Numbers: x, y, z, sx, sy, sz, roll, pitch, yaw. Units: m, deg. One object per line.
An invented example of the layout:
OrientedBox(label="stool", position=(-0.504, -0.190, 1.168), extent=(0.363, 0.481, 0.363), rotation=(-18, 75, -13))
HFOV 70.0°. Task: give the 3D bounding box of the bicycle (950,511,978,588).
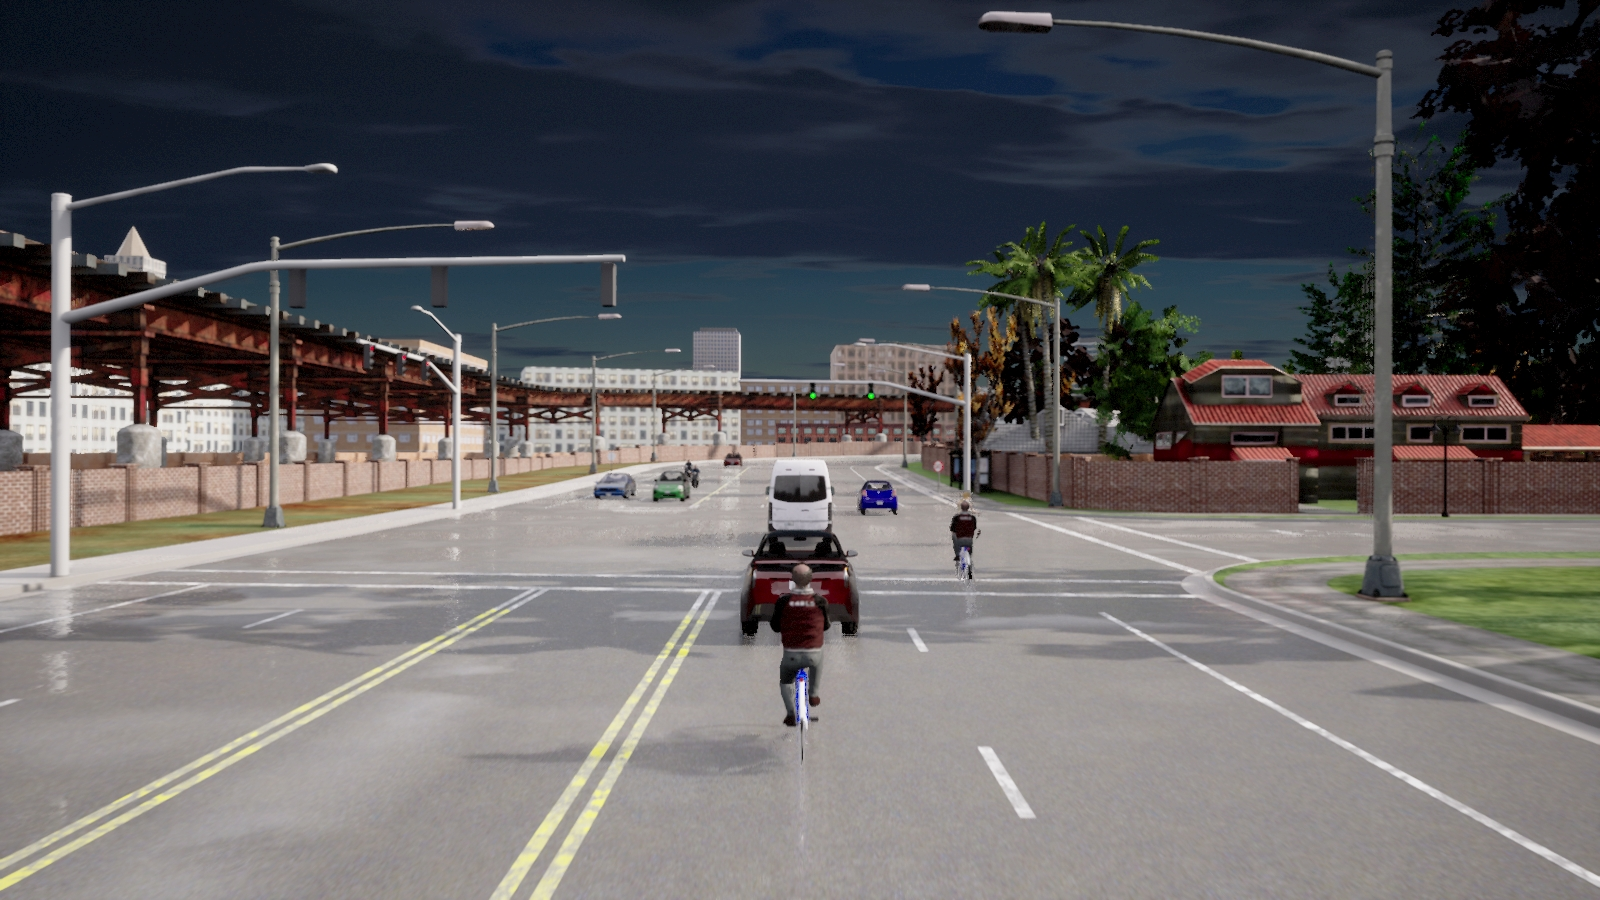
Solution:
OrientedBox(label="bicycle", position=(3.518, 2.108, 24.591), extent=(0.329, 1.496, 1.835), rotation=(0, 0, 0))

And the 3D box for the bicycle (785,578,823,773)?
OrientedBox(label="bicycle", position=(0.032, 2.070, 10.886), extent=(0.329, 1.496, 1.835), rotation=(0, 0, 0))

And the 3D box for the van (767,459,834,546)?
OrientedBox(label="van", position=(0.014, 1.595, 37.061), extent=(1.988, 2.561, 5.915), rotation=(0, 0, 0))

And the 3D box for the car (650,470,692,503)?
OrientedBox(label="car", position=(-6.999, 1.967, 62.460), extent=(1.851, 1.617, 3.988), rotation=(0, 1, 0))

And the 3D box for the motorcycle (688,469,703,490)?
OrientedBox(label="motorcycle", position=(-7.010, 1.946, 76.630), extent=(0.856, 1.341, 1.805), rotation=(0, 1, 0))

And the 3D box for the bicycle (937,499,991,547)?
OrientedBox(label="bicycle", position=(5.024, 2.220, 34.885), extent=(0.859, 1.301, 1.487), rotation=(7, 5, 41))

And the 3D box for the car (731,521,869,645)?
OrientedBox(label="car", position=(-0.002, 2.077, 18.925), extent=(2.007, 1.525, 4.514), rotation=(0, 0, 0))

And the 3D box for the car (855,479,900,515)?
OrientedBox(label="car", position=(3.500, 2.107, 52.147), extent=(1.845, 1.501, 3.633), rotation=(0, 0, 0))

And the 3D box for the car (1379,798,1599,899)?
OrientedBox(label="car", position=(3.258, 2.122, 1.949), extent=(2.033, 1.411, 5.357), rotation=(0, 0, 3))

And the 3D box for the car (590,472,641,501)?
OrientedBox(label="car", position=(-10.499, 2.035, 65.321), extent=(2.033, 1.411, 5.357), rotation=(0, 1, 0))
